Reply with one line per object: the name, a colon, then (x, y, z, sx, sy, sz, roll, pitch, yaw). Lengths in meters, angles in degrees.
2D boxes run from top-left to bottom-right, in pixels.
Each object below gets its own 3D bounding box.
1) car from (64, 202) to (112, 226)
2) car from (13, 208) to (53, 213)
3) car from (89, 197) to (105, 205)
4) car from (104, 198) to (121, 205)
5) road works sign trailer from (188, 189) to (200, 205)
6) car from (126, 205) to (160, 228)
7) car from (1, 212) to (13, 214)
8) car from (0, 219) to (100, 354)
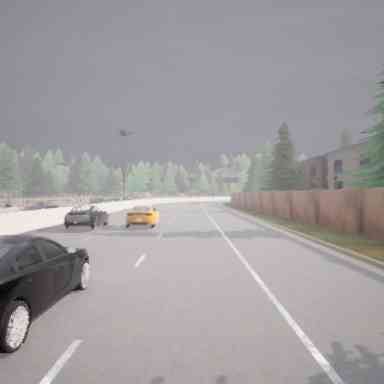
car: (-6.909, 1.644, 22.192, 2.128, 1.511, 4.902, 0, 0, 0)
car: (-14.093, 1.705, 30.997, 2.128, 1.511, 4.902, 0, 0, 0)
car: (-20.551, 1.957, 72.319, 1.837, 1.490, 4.892, 0, 0, 5)
car: (-17.075, 1.988, 71.910, 2.128, 1.511, 4.902, 0, 0, 5)
road works sign trailer: (0.562, 0.971, 73.621, 2.380, 3.560, 2.880, 0, 0, 10)
car: (-3.407, 1.641, 23.748, 1.882, 1.535, 5.008, 0, 0, 0)
car: (-17.593, 1.734, 30.407, 1.812, 1.442, 4.674, 0, 0, 0)
car: (-3.414, 1.521, 6.185, 1.882, 1.535, 5.008, 0, 0, 0)
